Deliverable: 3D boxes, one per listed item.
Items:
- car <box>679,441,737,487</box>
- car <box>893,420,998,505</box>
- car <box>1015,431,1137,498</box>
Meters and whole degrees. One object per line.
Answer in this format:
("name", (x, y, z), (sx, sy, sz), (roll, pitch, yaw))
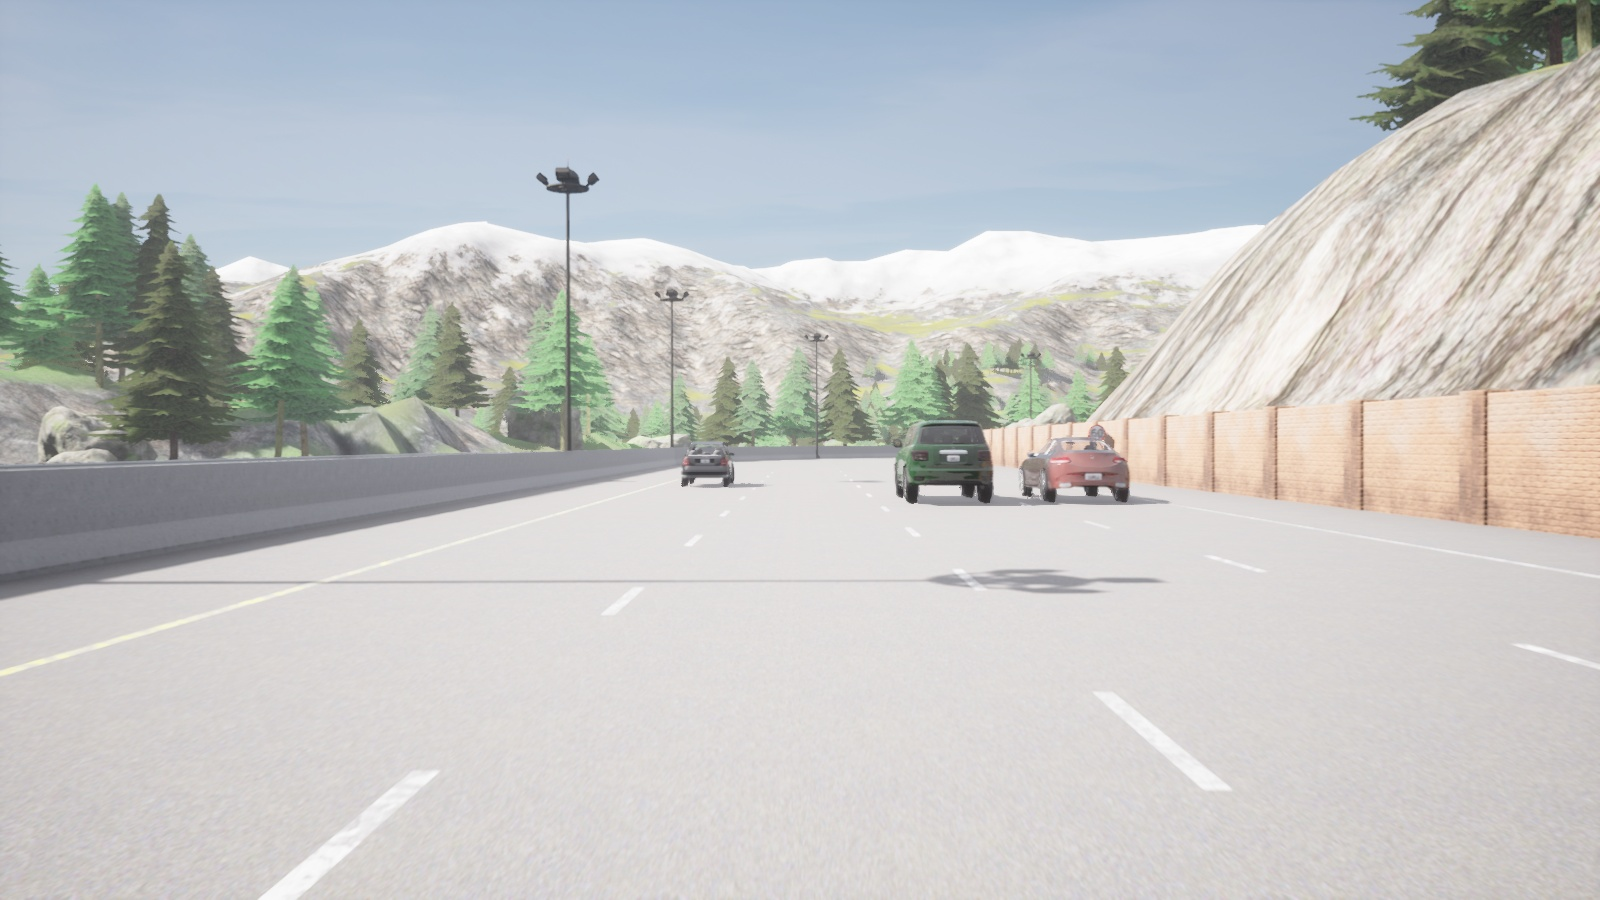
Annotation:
("car", (-3.238, 0.469, 44.777), (1.789, 1.549, 3.705), (0, 0, 0))
("car", (3.697, 0.282, 32.935), (2.150, 2.045, 5.566), (0, 0, 0))
("car", (7.199, 0.343, 33.345), (2.152, 1.651, 5.027), (0, 0, 0))
